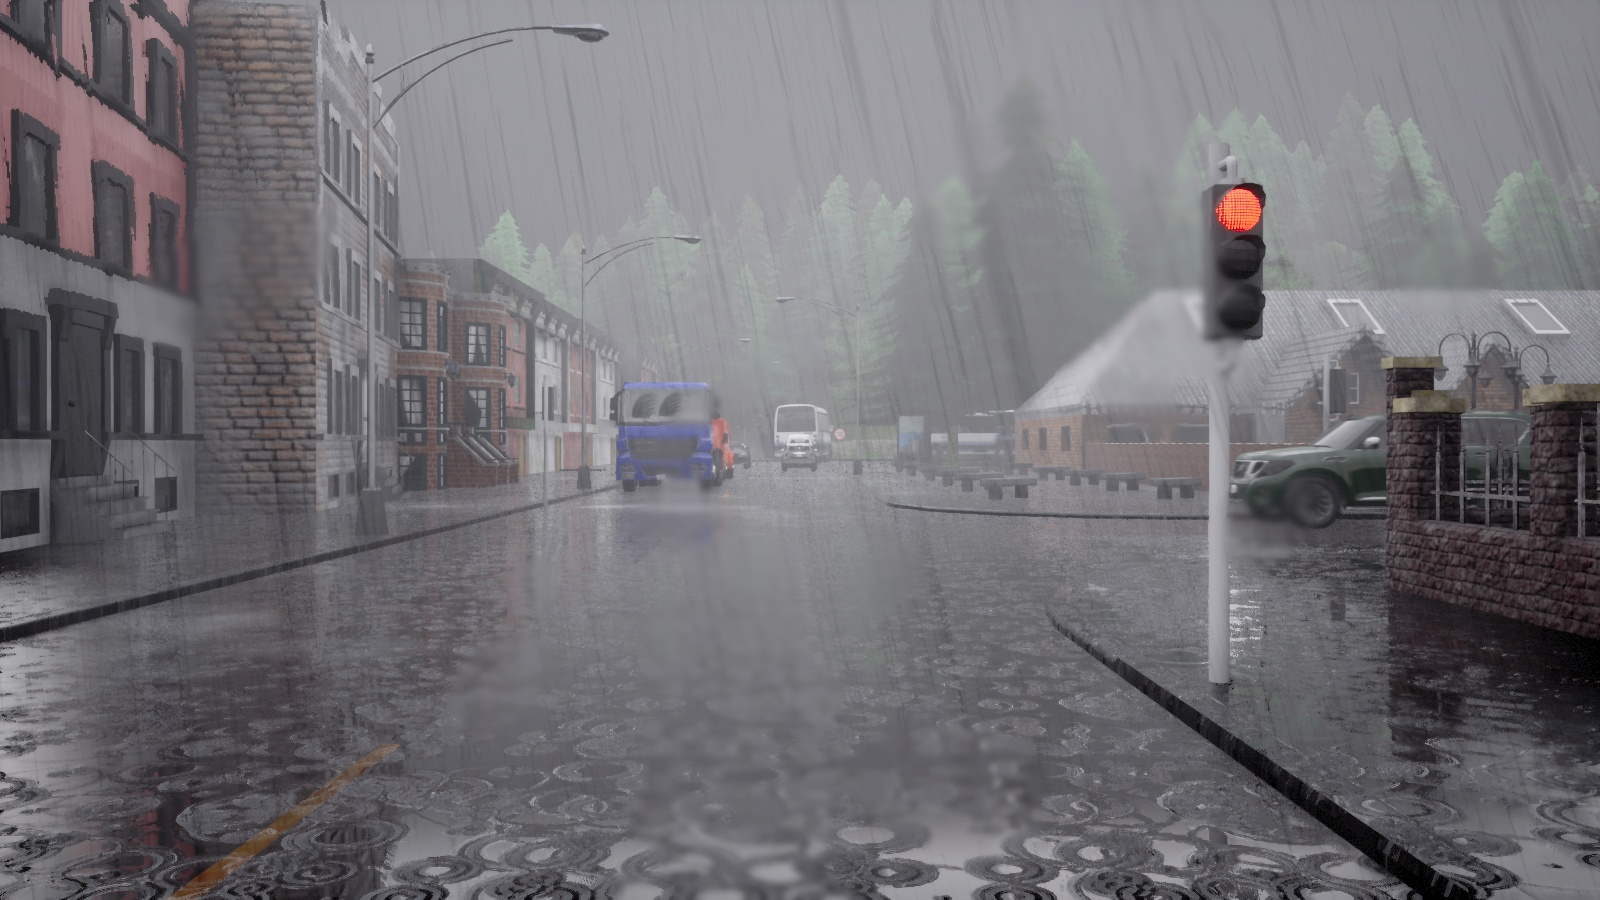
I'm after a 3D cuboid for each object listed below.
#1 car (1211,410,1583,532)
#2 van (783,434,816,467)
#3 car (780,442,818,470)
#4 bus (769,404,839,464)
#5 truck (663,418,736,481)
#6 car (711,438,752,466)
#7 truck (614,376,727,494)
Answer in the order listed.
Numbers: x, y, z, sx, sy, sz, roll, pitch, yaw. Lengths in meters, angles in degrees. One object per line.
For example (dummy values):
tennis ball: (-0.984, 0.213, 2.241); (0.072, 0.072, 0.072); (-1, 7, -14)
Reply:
car: (10.422, 0.348, 22.278); (5.566, 2.045, 2.150); (0, 0, 1)
van: (-0.033, 0.022, 79.442); (2.069, 2.038, 4.480); (0, 0, 0)
car: (-0.042, 0.328, 67.972); (1.970, 1.475, 3.806); (0, 0, 0)
bus: (0.440, -1.164, 94.814); (3.944, 4.253, 10.273); (-1, 0, 7)
truck: (-4.061, -0.034, 51.564); (2.627, 2.467, 5.204); (0, 0, 0)
car: (-4.037, 0.102, 74.379); (2.152, 1.651, 5.027); (0, 0, 0)
truck: (-4.047, -0.470, 41.022); (2.891, 3.462, 7.936); (0, 0, 0)
